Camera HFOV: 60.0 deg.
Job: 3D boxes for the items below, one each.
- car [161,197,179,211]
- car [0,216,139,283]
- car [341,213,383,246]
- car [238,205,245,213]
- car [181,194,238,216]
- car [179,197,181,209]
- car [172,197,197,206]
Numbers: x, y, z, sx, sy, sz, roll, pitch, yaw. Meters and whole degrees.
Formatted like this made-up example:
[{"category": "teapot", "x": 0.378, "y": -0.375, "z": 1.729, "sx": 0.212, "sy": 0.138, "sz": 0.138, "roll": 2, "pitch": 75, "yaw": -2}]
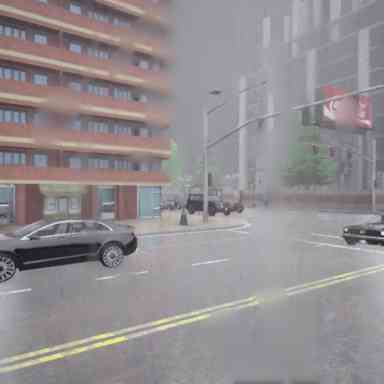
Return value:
[{"category": "car", "x": -3.954, "y": 1.352, "z": 40.696, "sx": 2.097, "sy": 1.767, "sz": 4.553, "roll": 0, "pitch": 0, "yaw": -35}, {"category": "car", "x": -3.985, "y": 1.491, "z": 9.735, "sx": 4.902, "sy": 1.511, "sz": 2.128, "roll": 0, "pitch": 0, "yaw": -35}, {"category": "car", "x": 8.381, "y": 1.601, "z": 14.037, "sx": 4.718, "sy": 1.301, "sz": 1.895, "roll": 0, "pitch": 0, "yaw": -35}, {"category": "car", "x": 3.502, "y": 1.601, "z": 36.150, "sx": 1.895, "sy": 1.301, "sz": 4.718, "roll": 0, "pitch": 0, "yaw": -35}, {"category": "car", "x": 1.579, "y": 1.222, "z": 32.791, "sx": 2.150, "sy": 2.045, "sz": 5.566, "roll": 0, "pitch": 0, "yaw": -35}, {"category": "car", "x": -1.859, "y": 1.491, "z": 43.809, "sx": 2.128, "sy": 1.511, "sz": 4.902, "roll": 0, "pitch": 0, "yaw": -35}, {"category": "car", "x": -1.287, "y": 1.525, "z": 55.541, "sx": 1.812, "sy": 1.442, "sz": 4.674, "roll": 0, "pitch": 0, "yaw": -35}]
